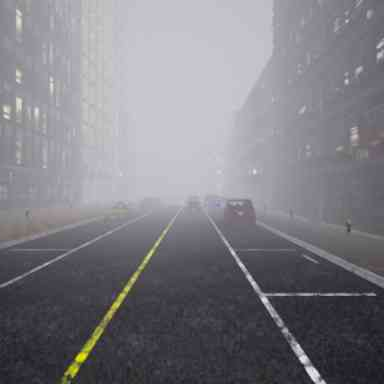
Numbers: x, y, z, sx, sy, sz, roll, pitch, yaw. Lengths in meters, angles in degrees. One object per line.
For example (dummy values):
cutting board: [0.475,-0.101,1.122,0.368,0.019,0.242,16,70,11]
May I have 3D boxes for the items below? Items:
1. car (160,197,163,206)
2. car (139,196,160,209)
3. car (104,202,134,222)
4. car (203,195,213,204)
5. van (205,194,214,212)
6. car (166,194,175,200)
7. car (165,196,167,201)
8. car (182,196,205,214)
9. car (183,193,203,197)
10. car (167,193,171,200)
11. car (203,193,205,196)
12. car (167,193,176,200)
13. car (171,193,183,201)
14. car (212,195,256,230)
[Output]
car: [-5.668,1.457,48.411,1.752,1.417,4.829,0,0,0]
car: [-5.671,1.378,43.030,1.967,1.590,4.097,0,0,0]
car: [-5.679,1.485,26.208,1.752,1.417,4.829,0,0,0]
car: [3.032,1.425,63.742,1.837,1.490,4.892,0,0,0]
van: [2.707,1.289,37.476,1.690,1.788,3.998,0,0,0]
car: [-5.648,1.337,87.438,1.967,1.590,4.097,0,0,0]
car: [-5.665,1.477,54.132,2.008,1.369,4.403,0,0,0]
car: [0.113,1.476,34.390,1.812,1.442,4.674,0,0,0]
car: [0.123,1.287,46.886,2.097,1.767,4.553,0,0,0]
car: [-5.651,1.483,81.887,1.802,1.307,4.206,0,0,0]
car: [2.712,1.250,48.578,2.192,1.841,5.009,0,0,0]
car: [-5.645,1.208,92.989,2.192,1.841,5.009,0,0,0]
car: [-2.963,1.052,74.763,2.097,1.767,4.553,0,0,0]
car: [2.698,1.285,20.824,2.192,1.841,5.009,0,0,0]
